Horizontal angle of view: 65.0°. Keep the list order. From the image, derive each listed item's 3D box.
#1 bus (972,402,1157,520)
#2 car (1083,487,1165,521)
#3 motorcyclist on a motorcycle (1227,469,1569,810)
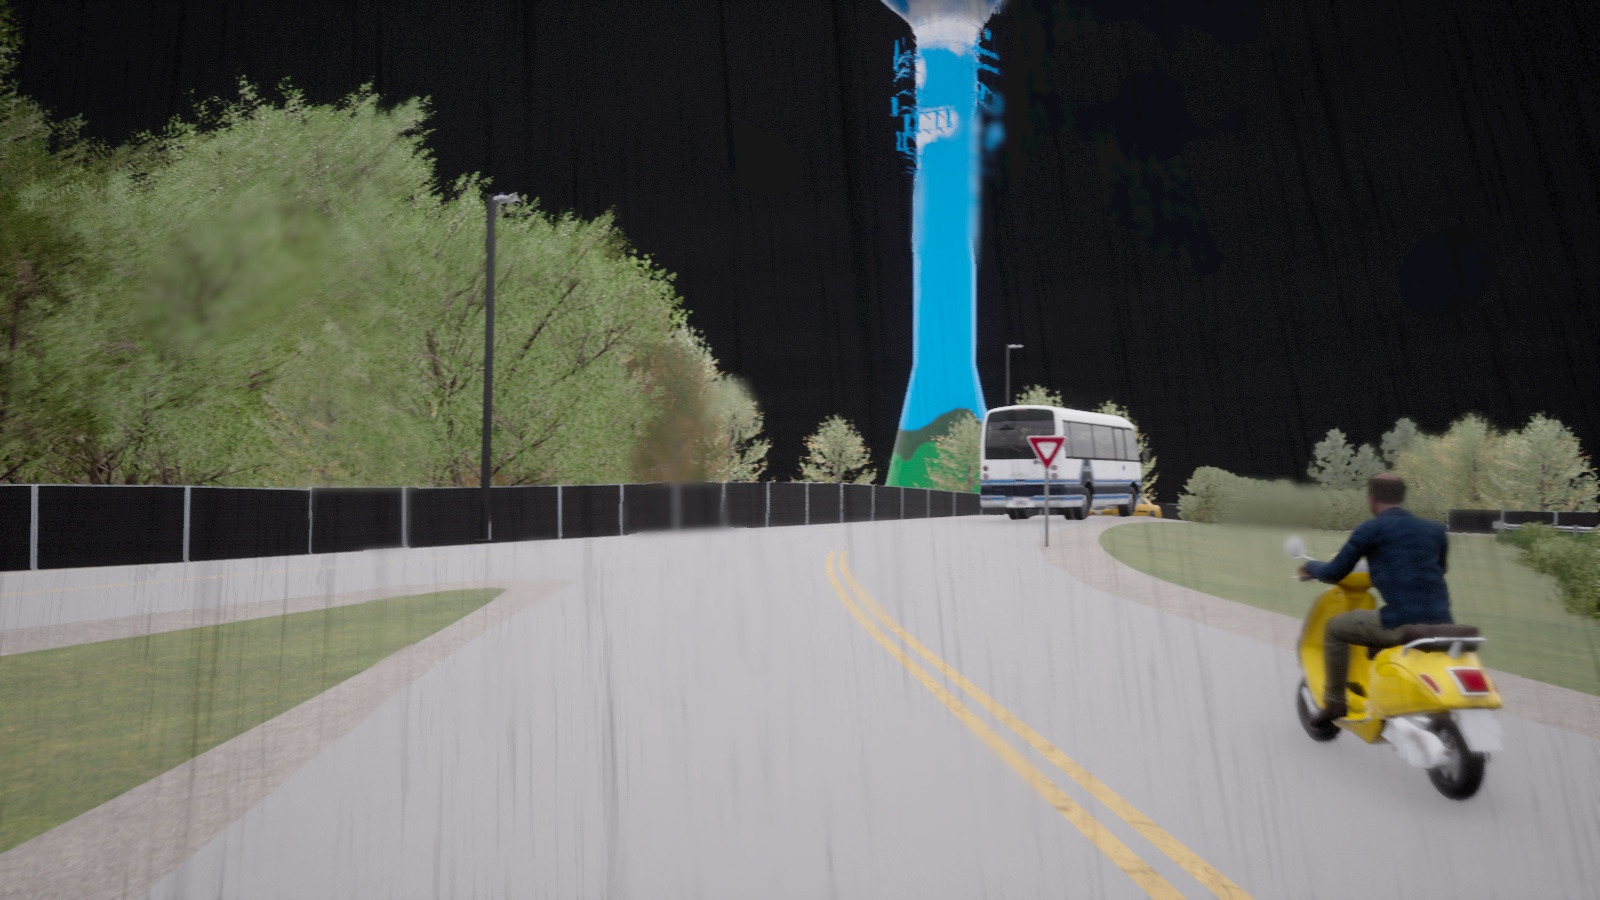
[{"bbox_3d":[10.848,0.535,50.414,3.944,4.253,10.273,-2,-2,32],"label":"bus"},{"bbox_3d":[17.081,2.881,66.136,1.801,1.575,5.366,-3,-6,43],"label":"car"},{"bbox_3d":[3.124,0.902,6.812,0.866,1.590,1.817,0,-1,-5],"label":"motorcyclist on a motorcycle"}]
